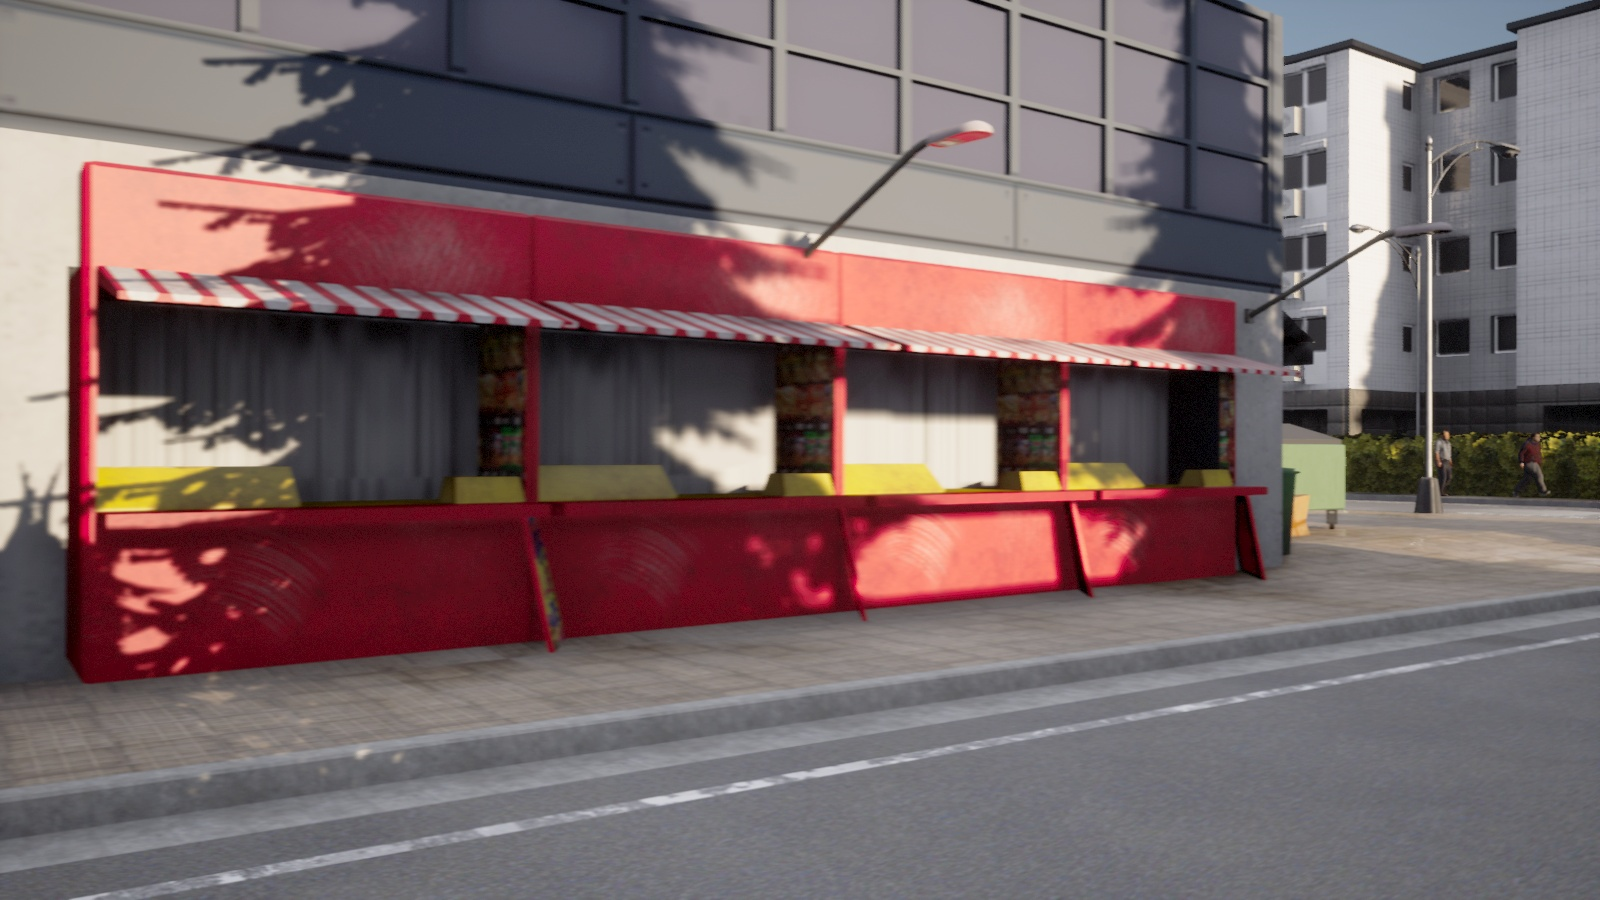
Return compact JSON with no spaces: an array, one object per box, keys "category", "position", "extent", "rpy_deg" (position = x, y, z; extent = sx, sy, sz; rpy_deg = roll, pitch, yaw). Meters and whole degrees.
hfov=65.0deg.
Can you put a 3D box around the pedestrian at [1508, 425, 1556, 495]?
[{"category":"pedestrian","position":[19.603,0.270,33.624],"extent":[0.634,1.844,0.899],"rpy_deg":[0,0,-27]}]

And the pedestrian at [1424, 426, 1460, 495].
[{"category":"pedestrian","position":[17.475,0.275,34.192],"extent":[0.540,1.848,0.694],"rpy_deg":[0,0,-26]}]
